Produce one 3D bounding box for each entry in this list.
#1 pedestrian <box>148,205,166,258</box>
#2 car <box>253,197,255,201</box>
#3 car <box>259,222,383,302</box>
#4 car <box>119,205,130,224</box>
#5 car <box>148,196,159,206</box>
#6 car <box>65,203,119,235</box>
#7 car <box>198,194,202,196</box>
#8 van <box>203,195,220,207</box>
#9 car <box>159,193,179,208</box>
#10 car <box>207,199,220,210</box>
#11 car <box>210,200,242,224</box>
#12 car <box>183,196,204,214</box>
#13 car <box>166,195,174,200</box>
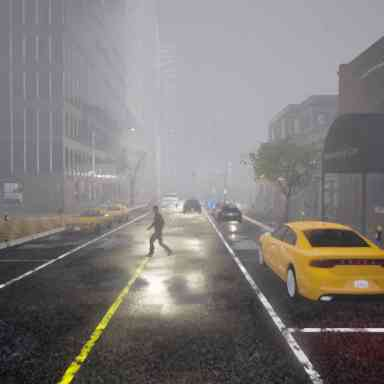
[{"bbox_3d":[-1.183,1.289,11.191,0.375,1.860,0.375,-1,1,-2],"label":"pedestrian"},{"bbox_3d":[16.412,1.391,75.692,5.009,1.841,2.192,1,0,1],"label":"car"},{"bbox_3d":[2.987,1.474,8.353,1.882,1.535,5.008,0,0,0],"label":"car"},{"bbox_3d":[-5.739,1.515,24.565,1.752,1.417,4.829,-1,0,0],"label":"car"},{"bbox_3d":[-5.783,1.418,52.410,1.967,1.590,4.097,-1,0,0],"label":"car"},{"bbox_3d":[-5.731,1.517,19.031,1.752,1.417,4.829,-1,0,0],"label":"car"},{"bbox_3d":[0.023,1.458,47.208,1.882,1.535,5.008,0,0,-1],"label":"car"},{"bbox_3d":[2.613,1.324,41.339,1.690,1.788,3.998,-1,0,0],"label":"van"},{"bbox_3d":[-3.158,1.200,49.150,2.150,2.045,5.566,0,0,0],"label":"car"},{"bbox_3d":[2.633,1.569,30.270,1.802,1.307,4.206,-1,0,0],"label":"car"},{"bbox_3d":[2.641,1.555,24.736,1.947,1.339,4.313,-1,0,0],"label":"car"},{"bbox_3d":[0.034,1.490,35.566,1.837,1.490,4.892,0,0,0],"label":"car"},{"bbox_3d":[-5.976,1.490,90.187,1.752,1.417,4.829,-1,0,0],"label":"car"}]
